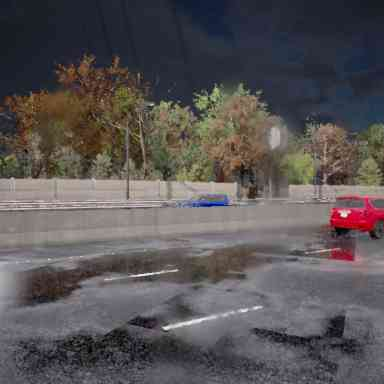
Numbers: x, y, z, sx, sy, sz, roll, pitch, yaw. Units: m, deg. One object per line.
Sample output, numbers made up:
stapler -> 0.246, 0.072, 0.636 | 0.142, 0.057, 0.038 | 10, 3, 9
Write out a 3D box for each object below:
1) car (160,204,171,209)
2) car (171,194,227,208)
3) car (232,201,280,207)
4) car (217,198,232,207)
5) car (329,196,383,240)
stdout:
car -> -0.791, 1.548, 35.725 | 5.357, 1.411, 2.033 | 0, 0, -30
car -> 1.155, 1.222, 32.810 | 5.566, 2.045, 2.150 | 0, 0, -30
car -> 5.907, 1.526, 27.475 | 4.674, 1.442, 1.812 | 0, 0, -30
car -> 5.338, 1.548, 31.194 | 5.357, 1.411, 2.033 | 0, 0, -30
car -> 9.538, 1.217, 17.210 | 5.566, 2.045, 2.150 | 1, 0, -31
